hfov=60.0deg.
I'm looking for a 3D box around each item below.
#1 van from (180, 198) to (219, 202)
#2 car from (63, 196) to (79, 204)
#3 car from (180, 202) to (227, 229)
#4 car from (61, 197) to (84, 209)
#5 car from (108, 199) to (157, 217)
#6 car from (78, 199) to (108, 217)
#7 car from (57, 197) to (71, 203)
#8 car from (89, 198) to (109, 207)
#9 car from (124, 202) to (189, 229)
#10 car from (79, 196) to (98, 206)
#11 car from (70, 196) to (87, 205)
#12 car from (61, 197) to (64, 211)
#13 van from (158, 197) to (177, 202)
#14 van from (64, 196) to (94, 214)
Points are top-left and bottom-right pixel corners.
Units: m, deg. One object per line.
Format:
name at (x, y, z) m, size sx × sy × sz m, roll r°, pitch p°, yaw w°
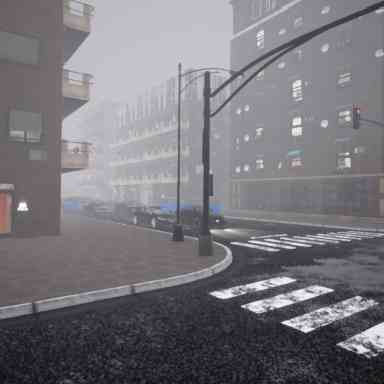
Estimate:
van at (0.881, 1.440, 30.709) m, size 1.690 × 1.788 × 3.998 m, roll 1°, pitch -1°, yaw -35°
car at (-24.597, 1.615, 67.503) m, size 1.967 × 1.590 × 4.097 m, roll 1°, pitch -1°, yaw -35°
car at (0.414, 1.581, 21.869) m, size 1.994 × 1.385 × 4.181 m, roll 1°, pitch -1°, yaw -35°
car at (-16.941, 1.551, 47.049) m, size 1.882 × 1.535 × 5.008 m, roll 1°, pitch -1°, yaw -34°
car at (-5.521, 1.527, 30.442) m, size 2.128 × 1.511 × 4.902 m, roll 1°, pitch 0°, yaw -35°
car at (-8.784, 1.592, 30.821) m, size 1.802 × 1.307 × 4.206 m, roll 1°, pitch -1°, yaw -35°
car at (-27.783, 1.728, 72.102) m, size 1.887 × 1.381 × 4.507 m, roll 1°, pitch -1°, yaw -35°
car at (-15.044, 1.730, 53.704) m, size 1.802 × 1.307 × 4.206 m, roll 1°, pitch -1°, yaw -35°
car at (-2.414, 1.540, 21.623) m, size 2.008 × 1.369 × 4.403 m, roll 1°, pitch -1°, yaw -35°
car at (-18.227, 1.597, 58.305) m, size 1.967 × 1.590 × 4.097 m, roll 1°, pitch -1°, yaw -35°
car at (-21.412, 1.606, 62.904) m, size 1.967 × 1.590 × 4.097 m, roll 1°, pitch -1°, yaw -35°
car at (-15.153, 1.581, 40.020) m, size 2.008 × 1.369 × 4.403 m, roll 1°, pitch -1°, yaw -35°
van at (-2.304, 1.450, 35.309) m, size 1.690 × 1.788 × 3.998 m, roll 1°, pitch -1°, yaw -35°
van at (-11.967, 1.361, 35.422) m, size 1.690 × 1.788 × 3.998 m, roll 1°, pitch -1°, yaw -35°
